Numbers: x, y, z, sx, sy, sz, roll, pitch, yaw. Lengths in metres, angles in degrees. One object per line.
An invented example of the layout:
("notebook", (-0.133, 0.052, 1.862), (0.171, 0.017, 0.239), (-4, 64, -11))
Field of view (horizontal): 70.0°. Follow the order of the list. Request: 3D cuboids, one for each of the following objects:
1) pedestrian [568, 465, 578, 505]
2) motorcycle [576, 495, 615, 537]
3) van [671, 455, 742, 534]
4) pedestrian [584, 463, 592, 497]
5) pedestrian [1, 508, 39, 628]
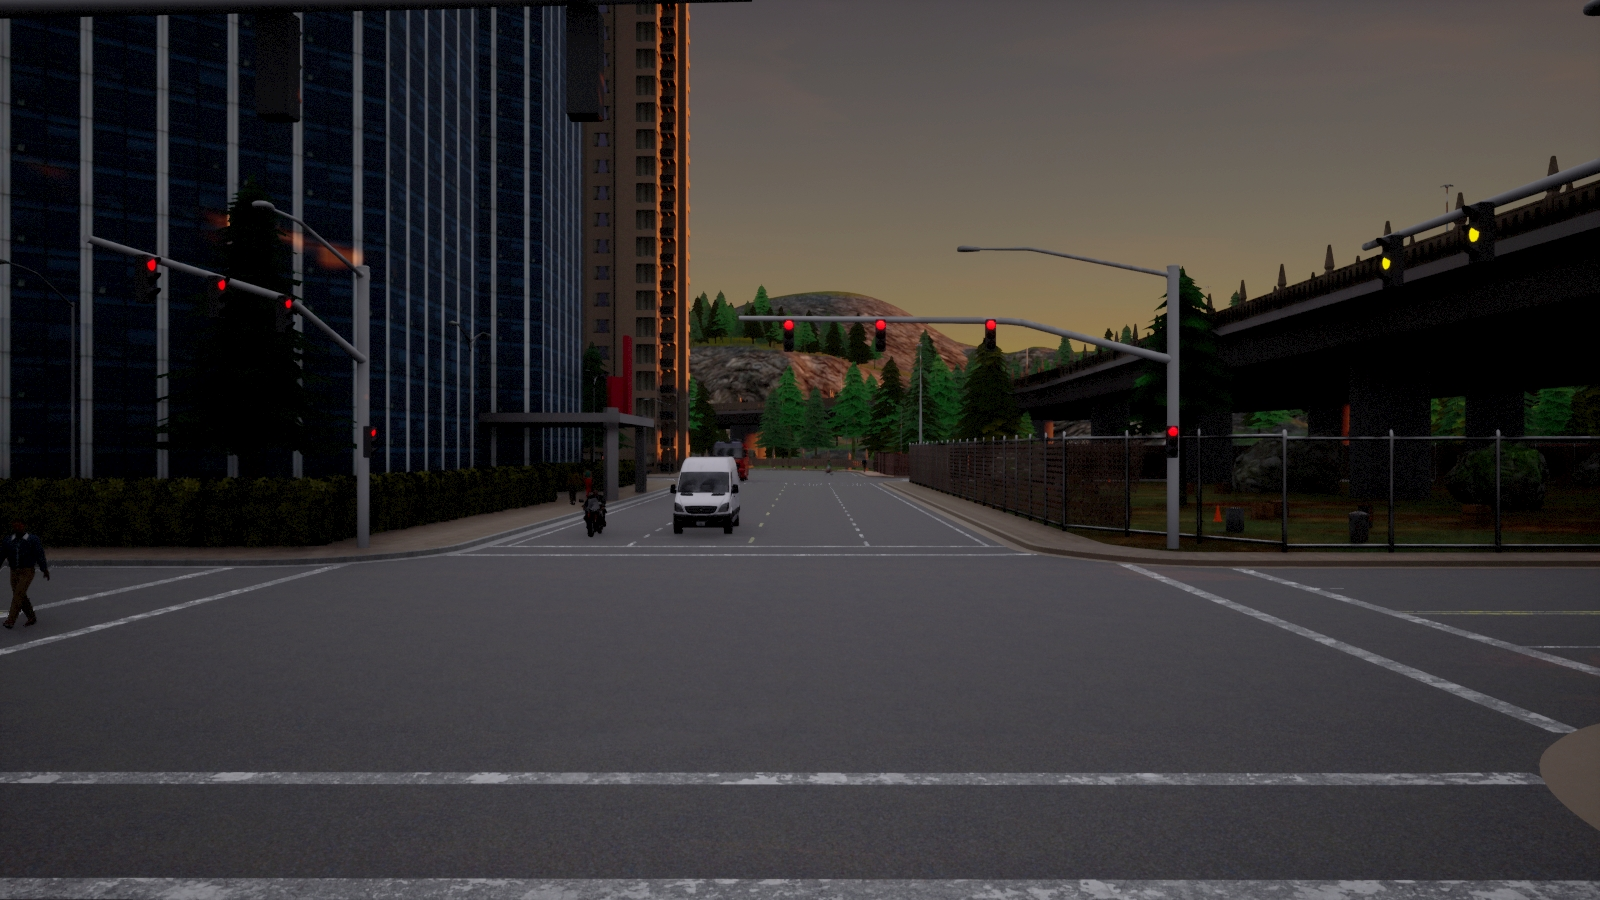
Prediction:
("pedestrian", (-10.609, 1.642, 53.376), (0.375, 1.860, 0.375), (0, 0, 0))
("motorcycle", (-6.735, 2.150, 37.693), (0.867, 1.251, 2.209), (0, 0, 0))
("van", (-3.226, 1.479, 40.346), (1.988, 2.561, 5.915), (0, 0, 0))
("pedestrian", (-11.676, 1.641, 63.020), (0.375, 1.860, 0.375), (0, 0, -1))
("pedestrian", (-12.294, 1.848, 18.013), (0.375, 1.860, 0.375), (0, 0, -8))
